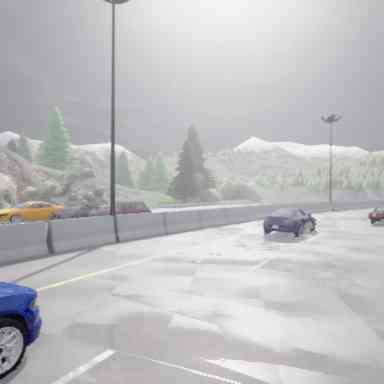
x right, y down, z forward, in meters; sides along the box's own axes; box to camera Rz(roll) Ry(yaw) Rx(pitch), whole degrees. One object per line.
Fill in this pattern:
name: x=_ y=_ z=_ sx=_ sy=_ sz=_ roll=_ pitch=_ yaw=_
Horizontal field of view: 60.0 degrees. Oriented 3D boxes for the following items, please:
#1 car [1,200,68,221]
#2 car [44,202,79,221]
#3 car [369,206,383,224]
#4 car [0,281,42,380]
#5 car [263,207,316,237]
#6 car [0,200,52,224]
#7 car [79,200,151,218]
car: x=-13.324 y=1.486 z=28.385 sx=1.837 sy=1.490 sz=4.892 roll=0 pitch=0 yaw=34
car: x=-7.940 y=1.562 z=23.839 sx=1.994 sy=1.385 sz=4.181 roll=0 pitch=0 yaw=34
car: x=14.723 y=1.695 z=24.844 sx=1.895 sy=1.301 sz=4.718 roll=0 pitch=0 yaw=39
car: x=-3.812 y=1.464 z=2.944 sx=1.882 sy=1.535 sz=5.008 roll=0 pitch=0 yaw=27
car: x=5.413 y=1.572 z=18.295 sx=1.812 sy=1.442 sz=4.674 roll=0 pitch=0 yaw=34
car: x=-11.793 y=1.460 z=24.333 sx=1.882 sy=1.535 sz=5.008 roll=0 pitch=0 yaw=33
car: x=-4.794 y=1.361 z=22.250 sx=2.097 sy=1.767 sz=4.553 roll=0 pitch=0 yaw=34
